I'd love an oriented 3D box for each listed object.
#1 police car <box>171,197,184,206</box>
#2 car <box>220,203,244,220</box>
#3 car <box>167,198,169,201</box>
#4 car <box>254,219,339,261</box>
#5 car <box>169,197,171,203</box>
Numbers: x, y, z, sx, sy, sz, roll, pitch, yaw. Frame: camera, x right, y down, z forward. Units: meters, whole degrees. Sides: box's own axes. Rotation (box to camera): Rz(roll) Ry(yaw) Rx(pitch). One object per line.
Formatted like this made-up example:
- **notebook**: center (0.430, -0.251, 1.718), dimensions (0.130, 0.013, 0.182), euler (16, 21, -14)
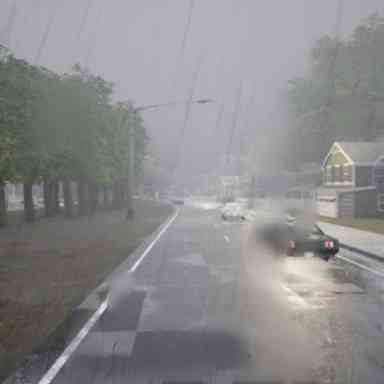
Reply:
- **police car**: center (-2.692, 1.945, 67.349), dimensions (1.930, 1.638, 5.238), euler (0, 0, -5)
- **car**: center (3.592, 1.726, 30.230), dimensions (1.812, 1.442, 4.674), euler (0, -1, 0)
- **car**: center (-4.511, 2.129, 83.164), dimensions (1.812, 1.442, 4.674), euler (0, 0, -8)
- **car**: center (3.598, 1.655, 12.454), dimensions (1.895, 1.301, 4.718), euler (0, 0, 0)
- **car**: center (-3.745, 2.080, 77.201), dimensions (1.837, 1.490, 4.892), euler (0, 0, -7)
